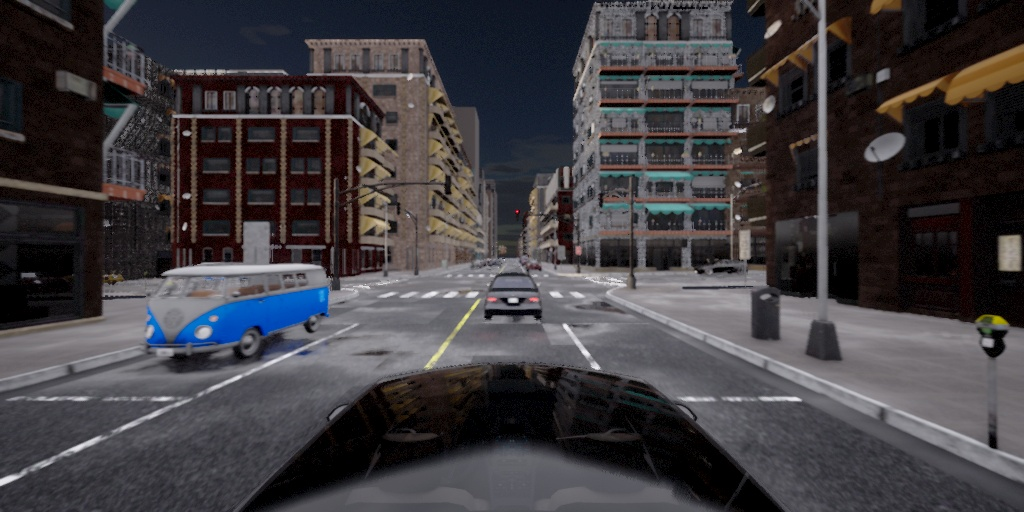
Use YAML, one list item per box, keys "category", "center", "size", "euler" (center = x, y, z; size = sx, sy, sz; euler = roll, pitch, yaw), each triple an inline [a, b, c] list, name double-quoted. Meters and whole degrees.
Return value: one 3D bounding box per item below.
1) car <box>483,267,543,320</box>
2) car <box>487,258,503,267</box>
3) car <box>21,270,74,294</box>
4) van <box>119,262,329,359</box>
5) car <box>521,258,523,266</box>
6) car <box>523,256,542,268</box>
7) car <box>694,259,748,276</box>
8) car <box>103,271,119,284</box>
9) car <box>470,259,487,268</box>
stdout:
- category: "car"
  center: [0.047, 1.285, 12.530]
  size: [2.033, 1.411, 5.357]
  euler: [0, 0, 0]
- category: "car"
  center: [-2.957, 1.252, 62.078]
  size: [1.994, 1.385, 4.181]
  euler: [0, 0, 1]
- category: "car"
  center: [-30.938, 1.634, 22.863]
  size: [4.097, 1.591, 1.967]
  euler: [0, 0, 0]
- category: "van"
  center: [-5.794, 1.083, 8.088]
  size: [1.690, 1.789, 3.998]
  euler: [0, 0, 0]
- category: "car"
  center: [2.762, 1.248, 51.505]
  size: [2.007, 1.370, 4.403]
  euler: [0, 0, 0]
- category: "car"
  center: [2.754, 1.142, 45.971]
  size: [1.967, 1.591, 4.097]
  euler: [0, 0, 0]
- category: "car"
  center: [18.312, 0.976, 31.509]
  size: [4.313, 1.339, 1.948]
  euler: [0, 0, 0]
- category: "car"
  center: [-36.779, 1.835, 31.159]
  size: [4.829, 1.417, 1.751]
  euler: [0, 0, 0]
- category: "car"
  center: [-5.611, 1.243, 57.052]
  size: [2.007, 1.370, 4.403]
  euler: [0, 0, 0]
